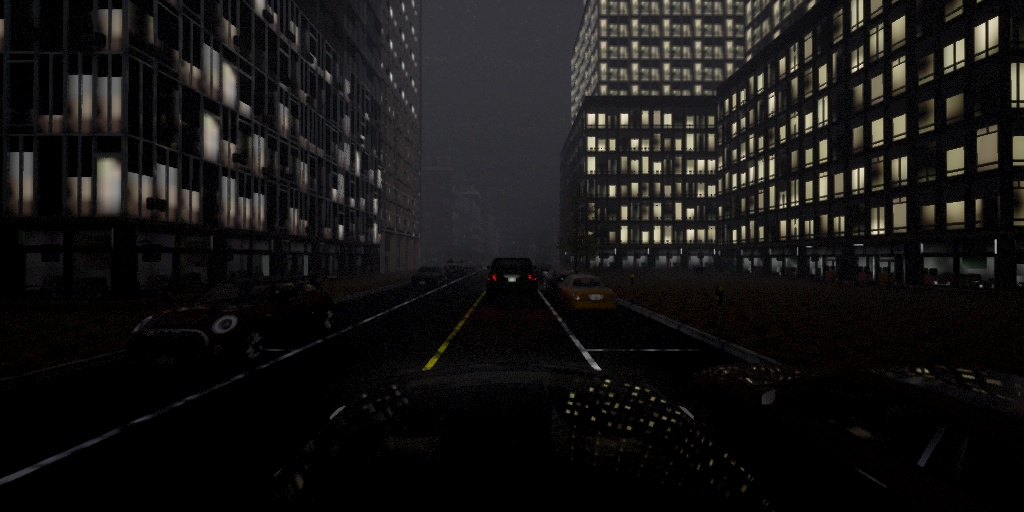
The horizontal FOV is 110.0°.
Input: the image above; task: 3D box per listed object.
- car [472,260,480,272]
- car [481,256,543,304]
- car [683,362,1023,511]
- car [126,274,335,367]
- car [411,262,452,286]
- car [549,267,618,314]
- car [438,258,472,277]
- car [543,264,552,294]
[{"bbox_3d":[-5.690,1.314,47.695,1.888,1.381,4.507,0,0,0],"label":"car"},{"bbox_3d":[0.000,1.008,16.530,2.150,2.045,5.566,0,0,0],"label":"car"},{"bbox_3d":[2.674,1.329,2.157,1.802,1.307,4.207,0,0,0],"label":"car"},{"bbox_3d":[-5.690,1.187,7.872,1.967,1.591,4.097,0,0,0],"label":"car"},{"bbox_3d":[-5.690,1.318,24.939,1.948,1.339,4.313,0,0,0],"label":"car"},{"bbox_3d":[2.664,1.274,13.705,1.751,1.417,4.829,0,0,0],"label":"car"},{"bbox_3d":[-5.690,1.074,36.317,2.192,1.841,5.009,0,0,0],"label":"car"},{"bbox_3d":[2.659,1.300,19.224,2.007,1.370,4.403,0,0,0],"label":"car"}]
